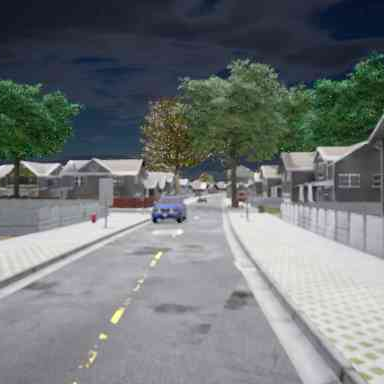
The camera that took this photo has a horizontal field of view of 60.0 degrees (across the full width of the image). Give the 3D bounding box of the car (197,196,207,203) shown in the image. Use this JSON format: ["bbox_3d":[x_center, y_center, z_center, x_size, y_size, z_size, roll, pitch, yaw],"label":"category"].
[{"bbox_3d":[2.176,1.638,71.449,1.994,1.385,4.181,0,0,5],"label":"car"}]

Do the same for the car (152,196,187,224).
[{"bbox_3d":[-1.688,1.332,26.513,2.150,2.045,5.566,0,0,5],"label":"car"}]
